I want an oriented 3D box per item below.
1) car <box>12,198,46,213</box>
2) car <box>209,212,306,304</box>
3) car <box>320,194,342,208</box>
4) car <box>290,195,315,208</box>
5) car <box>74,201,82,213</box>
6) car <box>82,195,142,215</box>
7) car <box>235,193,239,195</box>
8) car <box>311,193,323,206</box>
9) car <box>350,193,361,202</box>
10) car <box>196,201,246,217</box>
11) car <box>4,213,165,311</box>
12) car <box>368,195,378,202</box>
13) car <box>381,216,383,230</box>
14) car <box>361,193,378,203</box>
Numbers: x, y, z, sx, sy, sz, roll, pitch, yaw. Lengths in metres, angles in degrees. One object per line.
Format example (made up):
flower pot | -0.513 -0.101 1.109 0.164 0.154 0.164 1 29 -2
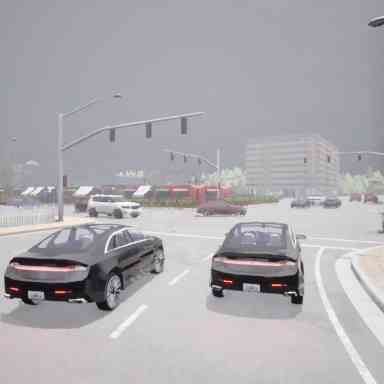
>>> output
car | -18.159 1.409 36.720 4.553 1.767 2.097 0 0 32
car | 1.746 1.492 8.255 2.128 1.511 4.902 0 0 16
car | 20.689 1.491 48.730 2.128 1.511 4.902 0 0 32
car | 15.485 1.547 47.290 2.033 1.411 5.357 0 0 31
car | -10.600 1.533 36.144 5.008 1.535 1.882 0 0 32
car | -6.939 1.277 29.478 5.566 2.045 2.150 0 0 37
car | 11.184 1.209 88.562 4.605 1.855 1.932 0 0 32
car | 21.106 1.221 56.454 2.150 2.045 5.566 0 0 31
car | 38.546 1.225 78.141 2.150 2.045 5.566 0 0 31
car | 2.694 1.566 30.957 4.674 1.442 1.812 0 1 3
car | -2.071 1.492 7.862 2.128 1.511 4.902 0 0 12
car | 42.163 1.524 77.348 1.812 1.442 4.674 0 0 31
car | 12.467 1.602 17.699 4.181 1.385 1.994 1 1 32
car | 36.645 1.225 68.314 2.150 2.045 5.566 0 0 31
